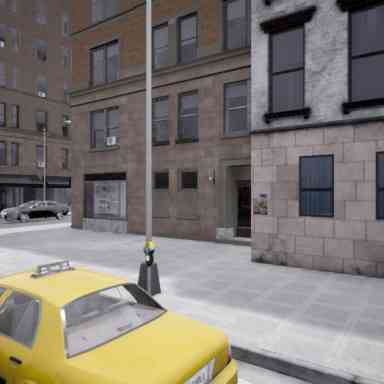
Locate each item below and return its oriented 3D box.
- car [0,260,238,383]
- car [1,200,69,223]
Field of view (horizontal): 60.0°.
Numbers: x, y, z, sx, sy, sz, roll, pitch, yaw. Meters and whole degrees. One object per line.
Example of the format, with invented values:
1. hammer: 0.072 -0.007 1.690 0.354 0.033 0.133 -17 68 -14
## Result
1. car: -1.852 1.525 4.069 4.829 1.417 1.752 0 0 34
2. car: -11.679 1.402 25.026 2.128 1.511 4.902 0 0 32
